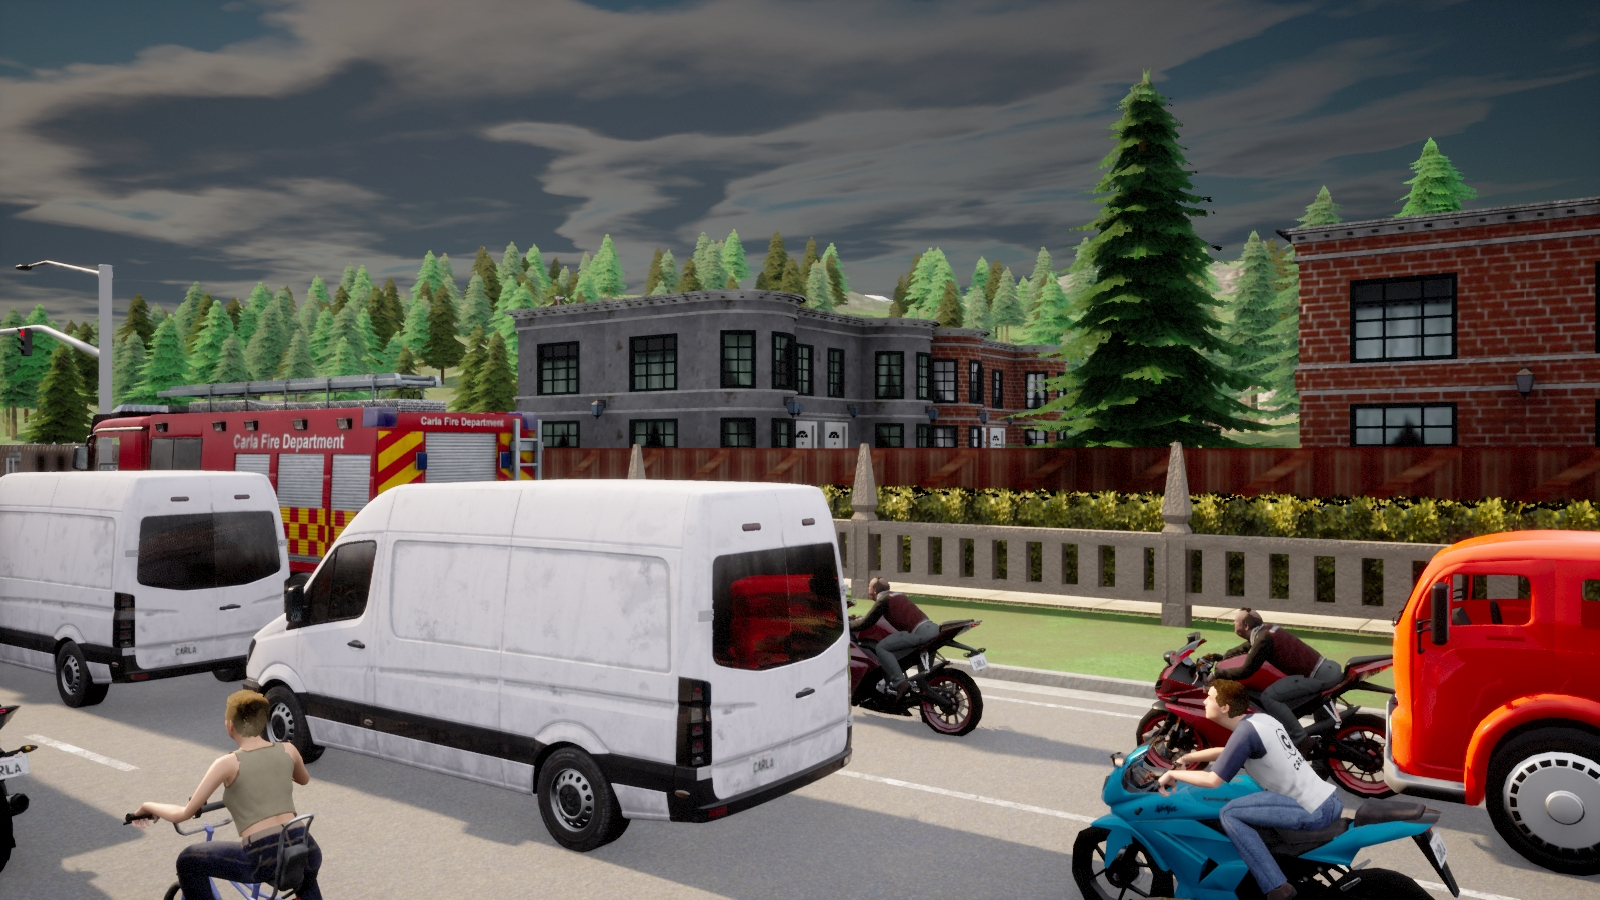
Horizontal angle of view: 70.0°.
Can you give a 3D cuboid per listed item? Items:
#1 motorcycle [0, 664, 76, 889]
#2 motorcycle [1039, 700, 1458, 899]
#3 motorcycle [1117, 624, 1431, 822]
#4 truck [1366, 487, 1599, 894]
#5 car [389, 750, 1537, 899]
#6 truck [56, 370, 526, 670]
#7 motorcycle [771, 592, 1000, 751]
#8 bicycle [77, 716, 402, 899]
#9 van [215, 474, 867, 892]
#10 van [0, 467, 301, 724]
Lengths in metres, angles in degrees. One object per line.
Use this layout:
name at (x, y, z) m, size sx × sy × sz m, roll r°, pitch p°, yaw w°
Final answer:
motorcycle at (-6.050, 2.205, 8.010) m, size 2.209 × 1.251 × 0.867 m, roll 0°, pitch 0°, yaw 35°
motorcycle at (2.445, 2.186, 6.345) m, size 2.033 × 1.199 × 0.803 m, roll 0°, pitch 0°, yaw 35°
motorcycle at (3.952, 2.212, 9.609) m, size 2.209 × 1.251 × 0.867 m, roll -4°, pitch 4°, yaw 36°
truck at (6.832, 1.570, 7.556) m, size 5.204 × 2.467 × 2.627 m, roll 0°, pitch 0°, yaw 35°
car at (0.956, 2.066, 3.117) m, size 4.193 × 1.474 × 1.816 m, roll 0°, pitch 0°, yaw 35°
truck at (-8.356, 0.891, 18.177) m, size 8.468 × 3.827 × 2.891 m, roll 0°, pitch 0°, yaw 35°
motorcycle at (0.853, 2.205, 11.733) m, size 2.209 × 1.251 × 0.867 m, roll 0°, pitch 0°, yaw 35°
bicycle at (-2.830, 2.158, 5.745) m, size 1.487 × 1.277 × 0.859 m, roll 0°, pitch 0°, yaw 35°
van at (-2.471, 1.534, 9.781) m, size 5.915 × 2.561 × 1.988 m, roll 0°, pitch 0°, yaw 35°
van at (-8.827, 1.534, 14.236) m, size 5.915 × 2.561 × 1.988 m, roll 0°, pitch 0°, yaw 35°
